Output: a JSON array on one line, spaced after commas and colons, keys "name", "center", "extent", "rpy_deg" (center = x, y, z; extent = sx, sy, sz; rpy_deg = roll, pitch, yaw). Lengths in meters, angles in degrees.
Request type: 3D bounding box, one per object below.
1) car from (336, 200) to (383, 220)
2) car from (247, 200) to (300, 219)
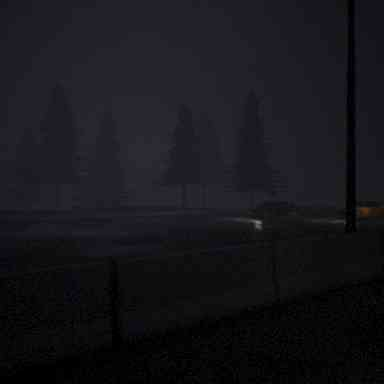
[{"name": "car", "center": [14.457, 1.462, 28.087], "extent": [5.008, 1.535, 1.882], "rpy_deg": [0, 0, -25]}, {"name": "car", "center": [6.941, 1.476, 28.291], "extent": [4.892, 1.490, 1.837], "rpy_deg": [0, 0, -27]}]
